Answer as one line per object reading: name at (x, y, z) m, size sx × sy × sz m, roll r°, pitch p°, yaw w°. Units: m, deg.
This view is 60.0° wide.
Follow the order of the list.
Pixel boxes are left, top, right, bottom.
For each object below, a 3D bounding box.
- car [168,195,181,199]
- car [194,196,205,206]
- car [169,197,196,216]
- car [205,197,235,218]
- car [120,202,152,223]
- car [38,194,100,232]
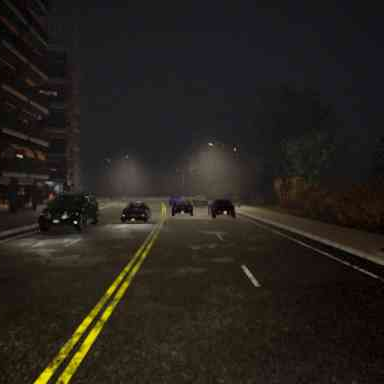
car at (-2.316, 1.232, 47.526) m, size 1.882 × 1.535 × 5.008 m, roll 0°, pitch 0°, yaw -6°
car at (1.063, 1.249, 46.380) m, size 2.128 × 1.511 × 4.902 m, roll 0°, pitch 0°, yaw -5°
car at (-0.950, 1.446, 30.867) m, size 1.895 × 1.301 × 4.718 m, roll 0°, pitch 0°, yaw -4°
car at (2.452, 1.360, 28.386) m, size 1.837 × 1.490 × 4.892 m, roll 0°, pitch 0°, yaw -3°
car at (-3.997, 1.429, 24.520) m, size 2.033 × 1.411 × 5.357 m, roll 0°, pitch 0°, yaw -3°
car at (-7.049, 1.128, 19.748) m, size 2.150 × 2.045 × 5.566 m, roll 0°, pitch 0°, yaw -2°
